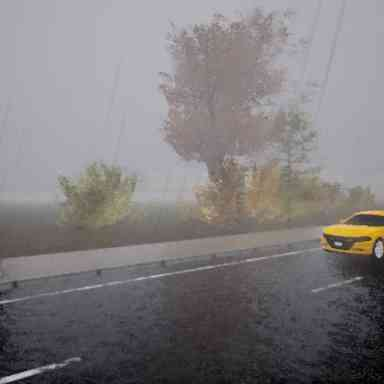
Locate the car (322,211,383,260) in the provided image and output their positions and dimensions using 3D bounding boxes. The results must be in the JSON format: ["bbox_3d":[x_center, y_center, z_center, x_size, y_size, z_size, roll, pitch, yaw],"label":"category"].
[{"bbox_3d":[6.955,1.472,12.629,5.008,1.535,1.882,0,0,-35],"label":"car"}]
